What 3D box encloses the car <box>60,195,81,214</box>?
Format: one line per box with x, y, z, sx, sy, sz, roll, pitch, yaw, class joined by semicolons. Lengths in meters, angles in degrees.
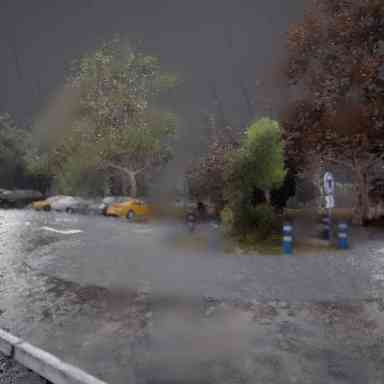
-9.010;1.236;30.404;2.163;1.488;4.792;1;1;36;car

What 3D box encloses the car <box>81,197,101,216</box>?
-6.831;1.137;28.897;2.185;1.767;4.553;1;1;36;car

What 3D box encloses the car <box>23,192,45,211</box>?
-13.584;1.087;33.531;1.946;1.575;5.366;1;1;36;car

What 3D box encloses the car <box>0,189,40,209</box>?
-17.936;0.721;36.954;2.435;2.045;5.566;1;1;36;car

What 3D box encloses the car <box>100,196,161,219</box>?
-4.612;1.321;27.242;2.097;1.535;5.008;1;1;36;car

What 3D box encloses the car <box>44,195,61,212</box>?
-11.235;1.188;32.052;2.002;1.452;4.674;1;1;36;car
